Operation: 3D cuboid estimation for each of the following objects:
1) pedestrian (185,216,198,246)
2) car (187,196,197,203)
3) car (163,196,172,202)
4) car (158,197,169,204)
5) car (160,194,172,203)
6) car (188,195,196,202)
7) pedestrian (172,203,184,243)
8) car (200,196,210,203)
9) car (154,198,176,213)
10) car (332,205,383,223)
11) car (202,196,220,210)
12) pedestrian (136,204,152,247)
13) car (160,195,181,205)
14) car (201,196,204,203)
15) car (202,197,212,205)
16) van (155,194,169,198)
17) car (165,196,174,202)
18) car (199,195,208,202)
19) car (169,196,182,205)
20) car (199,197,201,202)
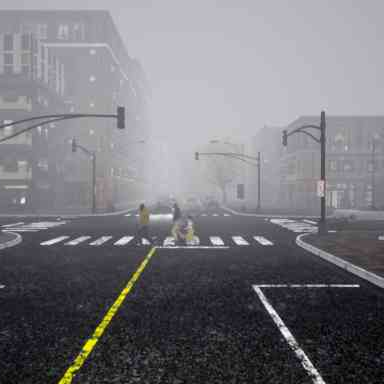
[{"bbox_3d":[-0.017,1.574,13.949,0.375,1.300,0.375,0,0,0],"label":"pedestrian"},{"bbox_3d":[0.008,1.625,70.673,1.994,1.385,4.181,0,0,0],"label":"car"},{"bbox_3d":[-5.684,1.662,77.674,1.947,1.339,4.313,0,0,0],"label":"car"},{"bbox_3d":[-5.685,1.651,66.280,1.802,1.307,4.206,0,0,0],"label":"car"},{"bbox_3d":[-5.685,1.397,71.977,2.192,1.841,5.009,0,0,0],"label":"car"},{"bbox_3d":[0.009,1.556,80.680,2.033,1.411,5.357,0,0,0],"label":"car"},{"bbox_3d":[-0.649,1.294,14.547,0.375,1.860,0.375,0,0,0],"label":"pedestrian"},{"bbox_3d":[2.697,1.633,71.975,2.008,1.369,4.403,0,0,0],"label":"car"},{"bbox_3d":[-3.030,1.619,36.489,1.895,1.301,4.718,0,0,-1],"label":"car"},{"bbox_3d":[13.475,1.668,25.777,4.718,1.301,1.895,0,0,0],"label":"car"},{"bbox_3d":[2.694,1.580,43.490,2.008,1.369,4.403,0,0,0],"label":"car"},{"bbox_3d":[-1.919,1.294,13.347,0.375,1.860,0.375,0,0,0],"label":"pedestrian"},{"bbox_3d":[-3.089,1.585,48.821,2.033,1.411,5.357,0,0,0],"label":"car"},{"bbox_3d":[2.695,1.478,49.188,1.967,1.590,4.097,0,0,0],"label":"car"},{"bbox_3d":[2.695,1.640,60.581,1.802,1.307,4.206,0,0,0],"label":"car"},{"bbox_3d":[-5.686,1.399,60.584,1.690,1.788,3.998,0,0,0],"label":"van"},{"bbox_3d":[-5.683,1.663,83.370,2.008,1.369,4.403,0,0,0],"label":"car"},{"bbox_3d":[2.697,1.536,77.672,1.967,1.590,4.097,0,0,0],"label":"car"},{"bbox_3d":[-3.060,1.552,61.568,2.128,1.511,4.902,0,0,0],"label":"car"},{"bbox_3d":[2.695,1.488,54.884,1.967,1.590,4.097,0,0,0],"label":"car"}]
